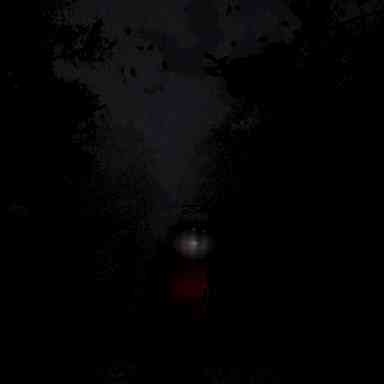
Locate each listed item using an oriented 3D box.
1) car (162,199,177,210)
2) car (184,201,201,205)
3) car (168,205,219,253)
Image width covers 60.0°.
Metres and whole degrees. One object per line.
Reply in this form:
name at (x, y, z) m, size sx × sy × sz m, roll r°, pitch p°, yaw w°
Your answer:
car at (-3.005, 1.650, 45.380) m, size 1.882 × 1.535 × 5.008 m, roll 0°, pitch -1°, yaw 0°
car at (0.007, 1.553, 29.536) m, size 2.128 × 1.511 × 4.902 m, roll 0°, pitch 0°, yaw 0°
car at (0.061, 1.534, 13.790) m, size 1.837 × 1.490 × 4.892 m, roll 0°, pitch 0°, yaw 0°
